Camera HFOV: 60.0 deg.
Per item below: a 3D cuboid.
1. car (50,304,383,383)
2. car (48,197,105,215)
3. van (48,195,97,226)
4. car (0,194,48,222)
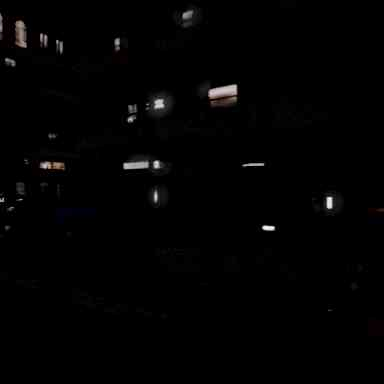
[{"bbox_3d":[0.785,1.544,2.307,4.507,1.381,1.887,0,0,35],"label":"car"},{"bbox_3d":[-10.427,1.206,30.513,1.752,1.417,4.829,1,2,35],"label":"car"},{"bbox_3d":[-6.717,1.141,21.221,1.690,1.788,3.998,1,2,35],"label":"van"},{"bbox_3d":[-11.677,1.128,24.314,2.097,1.767,4.553,0,1,36],"label":"car"}]
